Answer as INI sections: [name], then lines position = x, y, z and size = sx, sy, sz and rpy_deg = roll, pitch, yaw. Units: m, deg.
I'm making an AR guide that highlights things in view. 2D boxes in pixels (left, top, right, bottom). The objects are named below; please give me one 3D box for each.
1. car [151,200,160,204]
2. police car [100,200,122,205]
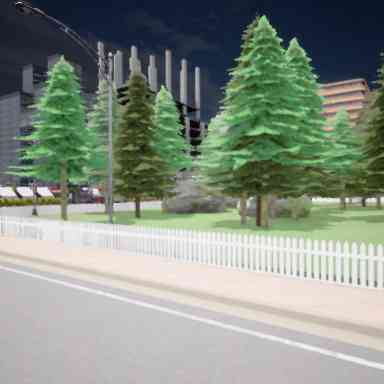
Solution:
[car]
position = -5.795, 1.508, 66.572
size = 2.150, 2.045, 5.566
rpy_deg = 0, 0, 34
[police car]
position = -14.339, 1.647, 60.181
size = 1.930, 1.638, 5.238
rpy_deg = 0, 0, 34
